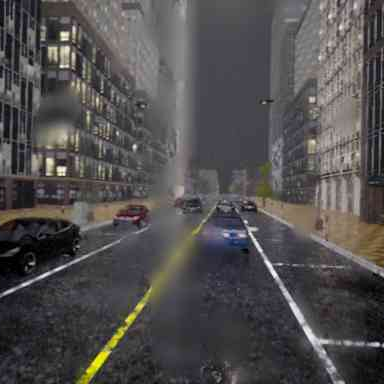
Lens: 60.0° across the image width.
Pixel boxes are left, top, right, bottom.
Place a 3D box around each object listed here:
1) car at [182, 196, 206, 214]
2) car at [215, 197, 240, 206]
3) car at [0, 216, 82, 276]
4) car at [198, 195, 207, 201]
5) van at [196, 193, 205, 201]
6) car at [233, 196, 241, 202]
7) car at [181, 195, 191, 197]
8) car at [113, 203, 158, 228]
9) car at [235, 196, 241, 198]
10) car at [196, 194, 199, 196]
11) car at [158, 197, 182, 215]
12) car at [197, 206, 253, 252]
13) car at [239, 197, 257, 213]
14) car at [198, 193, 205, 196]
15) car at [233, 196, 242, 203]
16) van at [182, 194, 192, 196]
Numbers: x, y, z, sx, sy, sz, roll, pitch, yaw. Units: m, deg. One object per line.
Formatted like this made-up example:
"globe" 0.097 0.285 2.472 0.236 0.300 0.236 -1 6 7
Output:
"car" 0.230 1.452 34.200 1.837 1.490 4.892 1 0 6
"car" 3.171 1.504 31.754 2.128 1.511 4.902 1 0 6
"car" -4.841 1.446 10.010 1.947 1.339 4.313 1 0 6
"car" 2.592 1.451 83.635 1.947 1.339 4.313 2 0 6
"van" 2.026 1.227 77.971 1.690 1.788 3.998 2 0 6
"car" 10.373 1.592 77.284 1.752 1.417 4.829 2 0 6
"car" -1.410 1.435 43.990 1.887 1.381 4.507 2 0 6
"car" -3.698 1.467 21.335 1.802 1.307 4.206 2 0 6
"car" 8.643 1.511 60.124 1.967 1.590 4.097 2 0 6
"car" -0.267 1.473 55.318 1.802 1.307 4.206 2 0 6
"car" -2.554 1.439 32.664 2.008 1.369 4.403 2 0 6
"car" 1.388 1.555 14.098 2.033 1.411 5.357 1 0 5
"car" 6.353 1.636 37.473 1.947 1.339 4.313 2 0 6
"car" 1.452 1.328 72.307 1.967 1.590 4.097 2 0 6
"car" 9.783 1.650 71.452 1.802 1.307 4.206 2 0 6
"van" -0.833 1.232 49.654 1.690 1.788 3.998 2 0 6
